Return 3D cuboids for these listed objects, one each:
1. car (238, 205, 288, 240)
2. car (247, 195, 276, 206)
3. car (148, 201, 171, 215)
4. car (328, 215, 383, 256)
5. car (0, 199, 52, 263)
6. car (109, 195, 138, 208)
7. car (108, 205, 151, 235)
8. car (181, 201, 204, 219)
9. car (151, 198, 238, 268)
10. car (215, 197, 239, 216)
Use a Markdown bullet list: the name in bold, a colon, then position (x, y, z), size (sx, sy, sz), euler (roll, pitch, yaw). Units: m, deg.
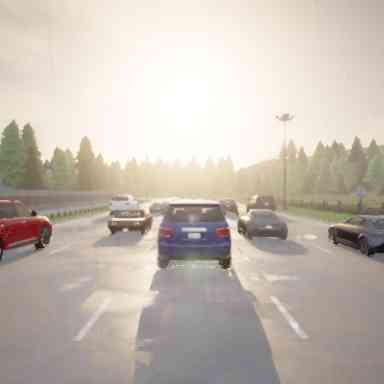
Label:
- **car**: position (3.582, 1.614, 17.470), size (1.994, 1.385, 4.181), euler (0, 0, 0)
- **car**: position (7.077, 1.320, 34.151), size (2.150, 2.045, 5.566), euler (0, 0, 0)
- **car**: position (-3.425, 1.665, 35.624), size (1.994, 1.385, 4.181), euler (0, 0, 0)
- **car**: position (7.075, 1.603, 13.232), size (1.994, 1.385, 4.181), euler (0, 0, 0)
- **car**: position (-6.927, 1.256, 11.513), size (2.150, 2.045, 5.566), euler (0, 0, 0)
- **car**: position (-6.923, 1.320, 34.168), size (2.150, 2.045, 5.566), euler (0, 0, 0)
- **car**: position (-3.415, 1.657, 19.366), size (1.895, 1.301, 4.718), euler (0, 0, 0)
- **car**: position (0.077, 1.638, 31.778), size (2.033, 1.411, 5.357), euler (0, 0, 0)
- **car**: position (0.075, 1.257, 11.559), size (2.150, 2.045, 5.566), euler (0, 0, 0)
- **car**: position (3.575, 1.453, 35.072), size (2.097, 1.767, 4.553), euler (0, 0, 0)
